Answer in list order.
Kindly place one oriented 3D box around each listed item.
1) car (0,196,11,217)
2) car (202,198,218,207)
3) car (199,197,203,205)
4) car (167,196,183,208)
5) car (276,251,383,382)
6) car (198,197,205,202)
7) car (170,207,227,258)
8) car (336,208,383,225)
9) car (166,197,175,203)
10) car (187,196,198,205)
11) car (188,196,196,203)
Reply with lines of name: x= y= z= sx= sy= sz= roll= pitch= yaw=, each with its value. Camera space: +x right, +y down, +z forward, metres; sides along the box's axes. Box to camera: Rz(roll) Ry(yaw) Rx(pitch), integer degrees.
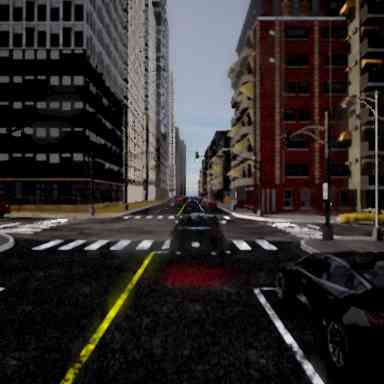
car: x=-17.689 y=1.190 z=27.545 sx=5.009 sy=1.841 sz=2.192 roll=1 pitch=-2 yaw=0
car: x=2.748 y=1.873 z=47.499 sx=1.802 sy=1.307 sz=4.206 roll=0 pitch=0 yaw=0
car: x=2.700 y=1.925 z=60.416 sx=2.008 sy=1.369 sz=4.403 roll=0 pitch=0 yaw=0
car: x=-3.064 y=1.828 z=54.678 sx=2.128 sy=1.511 sz=4.902 roll=0 pitch=0 yaw=0
car: x=2.692 y=1.599 z=5.477 sx=1.947 sy=1.339 sz=4.313 roll=0 pitch=0 yaw=0
car: x=2.705 y=2.184 z=94.307 sx=1.802 sy=1.307 sz=4.206 roll=0 pitch=0 yaw=0
car: x=0.329 y=1.556 z=13.135 sx=1.882 sy=1.535 sz=5.008 roll=0 pitch=0 yaw=5
car: x=14.647 y=1.999 z=27.813 sx=4.829 sy=1.417 sz=1.752 roll=1 pitch=-1 yaw=0
car: x=-5.676 y=2.114 z=88.659 sx=2.008 sy=1.369 sz=4.403 roll=0 pitch=0 yaw=0
car: x=0.011 y=2.026 z=70.129 sx=1.895 sy=1.301 sz=4.718 roll=0 pitch=0 yaw=0
car: x=0.013 y=1.815 z=80.102 sx=1.882 sy=1.535 sz=5.008 roll=0 pitch=0 yaw=0
